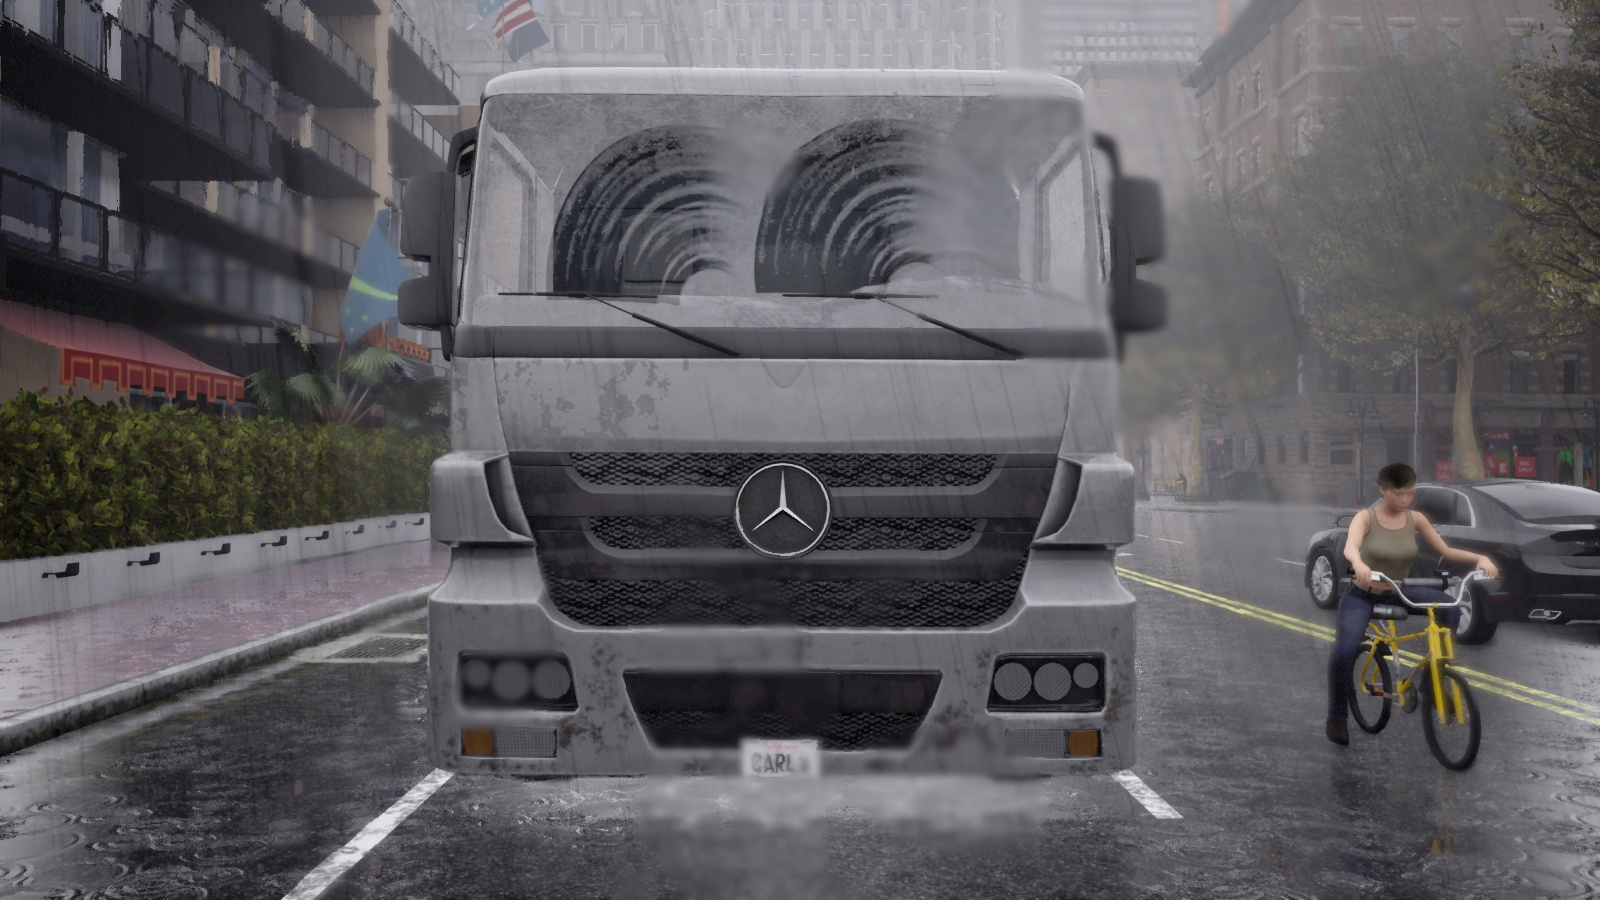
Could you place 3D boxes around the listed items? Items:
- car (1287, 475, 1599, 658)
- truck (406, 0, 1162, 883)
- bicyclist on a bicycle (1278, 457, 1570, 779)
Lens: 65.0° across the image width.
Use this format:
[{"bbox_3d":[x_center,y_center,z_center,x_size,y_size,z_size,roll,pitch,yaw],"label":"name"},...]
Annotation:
[{"bbox_3d":[6.867,1.007,12.815,1.837,1.490,4.892,0,-1,-1],"label":"car"},{"bbox_3d":[-0.100,-0.020,8.798,2.891,3.462,7.936,0,-1,-1],"label":"truck"},{"bbox_3d":[3.422,0.856,7.063,0.866,1.612,1.509,0,-1,0],"label":"bicyclist on a bicycle"}]
